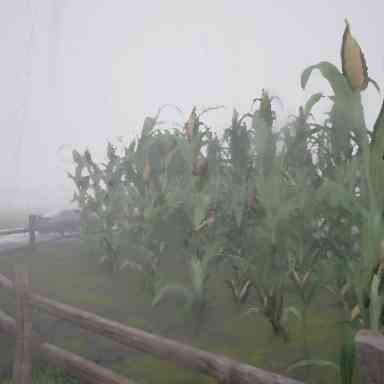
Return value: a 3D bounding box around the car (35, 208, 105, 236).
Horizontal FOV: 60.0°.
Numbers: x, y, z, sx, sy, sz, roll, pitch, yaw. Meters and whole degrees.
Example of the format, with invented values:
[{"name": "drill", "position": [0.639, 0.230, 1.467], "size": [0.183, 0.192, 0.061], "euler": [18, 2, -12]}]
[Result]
[{"name": "car", "position": [-6.633, 1.617, 18.763], "size": [1.812, 1.442, 4.674], "euler": [1, 0, 28]}]
